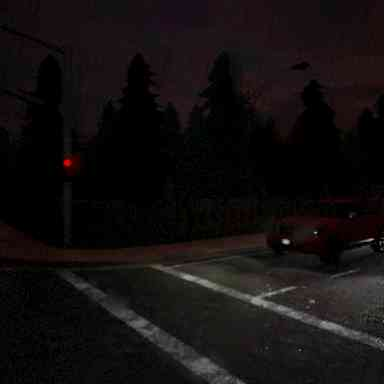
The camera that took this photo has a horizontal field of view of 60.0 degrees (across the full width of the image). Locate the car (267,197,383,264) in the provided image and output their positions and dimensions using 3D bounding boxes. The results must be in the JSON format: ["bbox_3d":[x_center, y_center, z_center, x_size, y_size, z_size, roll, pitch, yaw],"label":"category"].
[{"bbox_3d":[5.202,1.220,12.215,5.566,2.045,2.150,0,0,-37],"label":"car"}]
